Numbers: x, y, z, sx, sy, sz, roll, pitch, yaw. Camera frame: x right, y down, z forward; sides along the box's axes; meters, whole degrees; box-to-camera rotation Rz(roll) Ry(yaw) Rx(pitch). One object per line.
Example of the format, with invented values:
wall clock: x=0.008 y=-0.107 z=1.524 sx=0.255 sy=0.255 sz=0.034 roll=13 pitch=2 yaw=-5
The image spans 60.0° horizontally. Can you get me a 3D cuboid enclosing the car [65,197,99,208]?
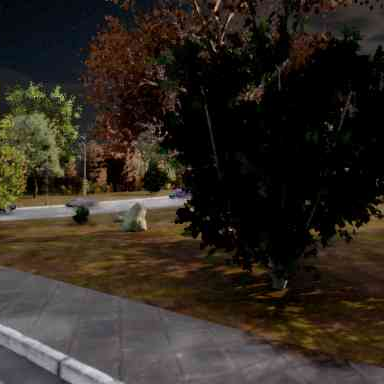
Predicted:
car: x=-14.222 y=1.358 z=43.057 sx=1.994 sy=1.385 sz=4.181 roll=0 pitch=2 yaw=40

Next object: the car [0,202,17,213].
car: x=-21.024 y=1.534 z=34.692 sx=2.128 sy=1.511 sz=4.902 roll=0 pitch=1 yaw=39

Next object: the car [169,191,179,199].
car: x=-1.671 y=0.126 z=58.418 sx=2.150 sy=2.045 sz=5.566 roll=0 pitch=3 yaw=39
